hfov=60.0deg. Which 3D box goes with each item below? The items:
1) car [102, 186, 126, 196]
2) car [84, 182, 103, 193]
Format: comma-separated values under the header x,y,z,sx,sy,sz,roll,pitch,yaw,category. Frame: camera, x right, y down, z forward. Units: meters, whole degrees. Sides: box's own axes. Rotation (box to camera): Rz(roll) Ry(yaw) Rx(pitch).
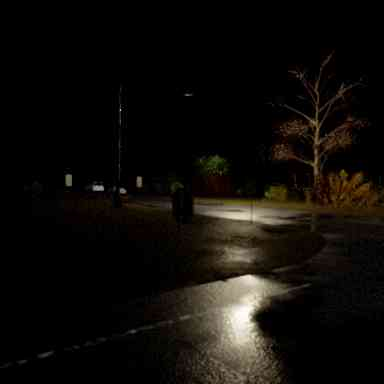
x,y,z,sx,sy,sz,roll,pitch,yaw,category
-11.830,-0.200,51.751,1.812,1.442,4.674,0,2,-36,car
-17.683,-0.827,59.889,2.150,2.045,5.566,0,2,-36,car
